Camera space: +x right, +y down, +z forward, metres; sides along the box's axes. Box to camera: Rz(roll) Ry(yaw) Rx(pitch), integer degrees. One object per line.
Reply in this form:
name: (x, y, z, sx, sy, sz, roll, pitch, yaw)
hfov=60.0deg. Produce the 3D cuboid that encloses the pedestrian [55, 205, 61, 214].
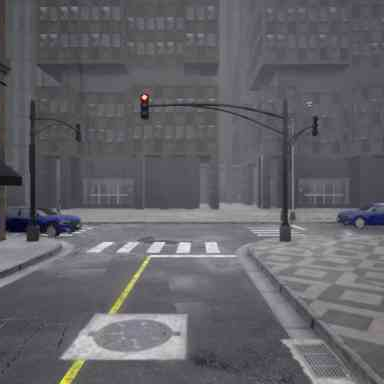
pedestrian: (-9.819, 1.532, 24.377, 0.500, 1.100, 0.500, 0, 0, 1)

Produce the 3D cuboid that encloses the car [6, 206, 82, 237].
car: (-8.347, 1.486, 17.579, 5.008, 1.535, 1.882, 0, 0, 9)

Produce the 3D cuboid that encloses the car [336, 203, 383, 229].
car: (11.810, 1.458, 21.085, 5.008, 1.535, 1.882, 0, 0, 1)
